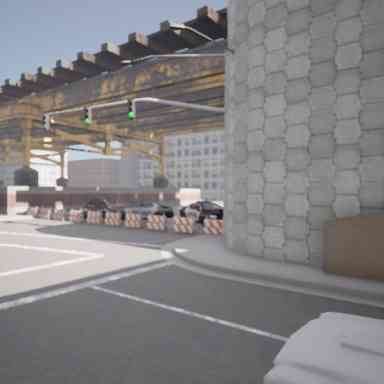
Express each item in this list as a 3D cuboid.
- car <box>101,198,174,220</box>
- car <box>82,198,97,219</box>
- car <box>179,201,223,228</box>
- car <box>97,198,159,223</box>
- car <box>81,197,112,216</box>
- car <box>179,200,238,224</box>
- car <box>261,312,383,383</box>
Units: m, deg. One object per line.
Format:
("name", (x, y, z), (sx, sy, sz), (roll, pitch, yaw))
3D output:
("car", (-3.781, 1.137, 23.702), (4.536, 1.218, 1.853), (0, 0, 0))
("car", (-7.526, 1.250, 26.460), (2.038, 1.542, 4.974), (0, 0, -10))
("car", (0.932, 1.345, 21.114), (2.038, 1.542, 4.974), (0, 0, -25))
("car", (-3.834, 1.294, 23.703), (4.974, 1.542, 2.038), (0, 0, 0))
("car", (-7.534, 1.092, 26.510), (1.853, 1.218, 4.536), (0, 0, -10))
("car", (0.912, 1.187, 21.160), (1.853, 1.218, 4.536), (0, 0, -25))
("car", (2.788, 1.613, 1.976), (4.718, 1.301, 1.895), (1, 0, 36))
